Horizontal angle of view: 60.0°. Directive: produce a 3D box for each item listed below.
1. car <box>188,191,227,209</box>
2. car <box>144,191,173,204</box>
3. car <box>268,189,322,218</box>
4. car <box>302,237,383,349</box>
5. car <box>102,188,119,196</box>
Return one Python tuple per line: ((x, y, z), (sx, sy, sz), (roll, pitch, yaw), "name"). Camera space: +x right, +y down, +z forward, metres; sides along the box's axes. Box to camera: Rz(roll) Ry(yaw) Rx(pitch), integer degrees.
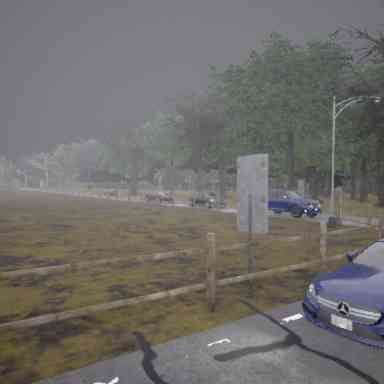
((1.571, 0.740, 34.437), (2.097, 1.767, 4.553), (0, 1, -34), "car")
((-4.307, 0.625, 42.714), (1.882, 1.535, 5.008), (0, 1, -35), "car")
((7.382, 0.846, 26.265), (2.150, 2.045, 5.566), (0, 1, -36), "car")
((3.967, 1.528, 5.875), (4.674, 1.442, 1.812), (0, 0, -35), "car")
((-15.591, 0.094, 63.650), (1.837, 1.490, 4.892), (0, 1, -35), "car")
